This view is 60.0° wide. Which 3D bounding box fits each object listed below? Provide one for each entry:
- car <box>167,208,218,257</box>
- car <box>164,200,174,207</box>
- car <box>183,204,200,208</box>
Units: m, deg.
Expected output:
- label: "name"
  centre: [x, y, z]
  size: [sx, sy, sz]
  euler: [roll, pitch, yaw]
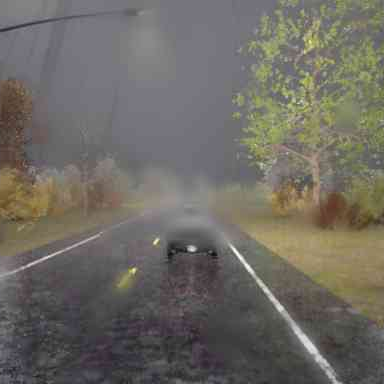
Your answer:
- label: "car"
  centre: [0.022, 1.649, 13.510]
  size: [1.837, 1.490, 4.892]
  euler: [0, 0, 0]
- label: "car"
  centre: [-4.522, 2.254, 65.881]
  size: [1.895, 1.301, 4.718]
  euler: [0, -1, -6]
- label: "car"
  centre: [-0.021, 1.805, 28.509]
  size: [1.837, 1.490, 4.892]
  euler: [0, 0, 0]
